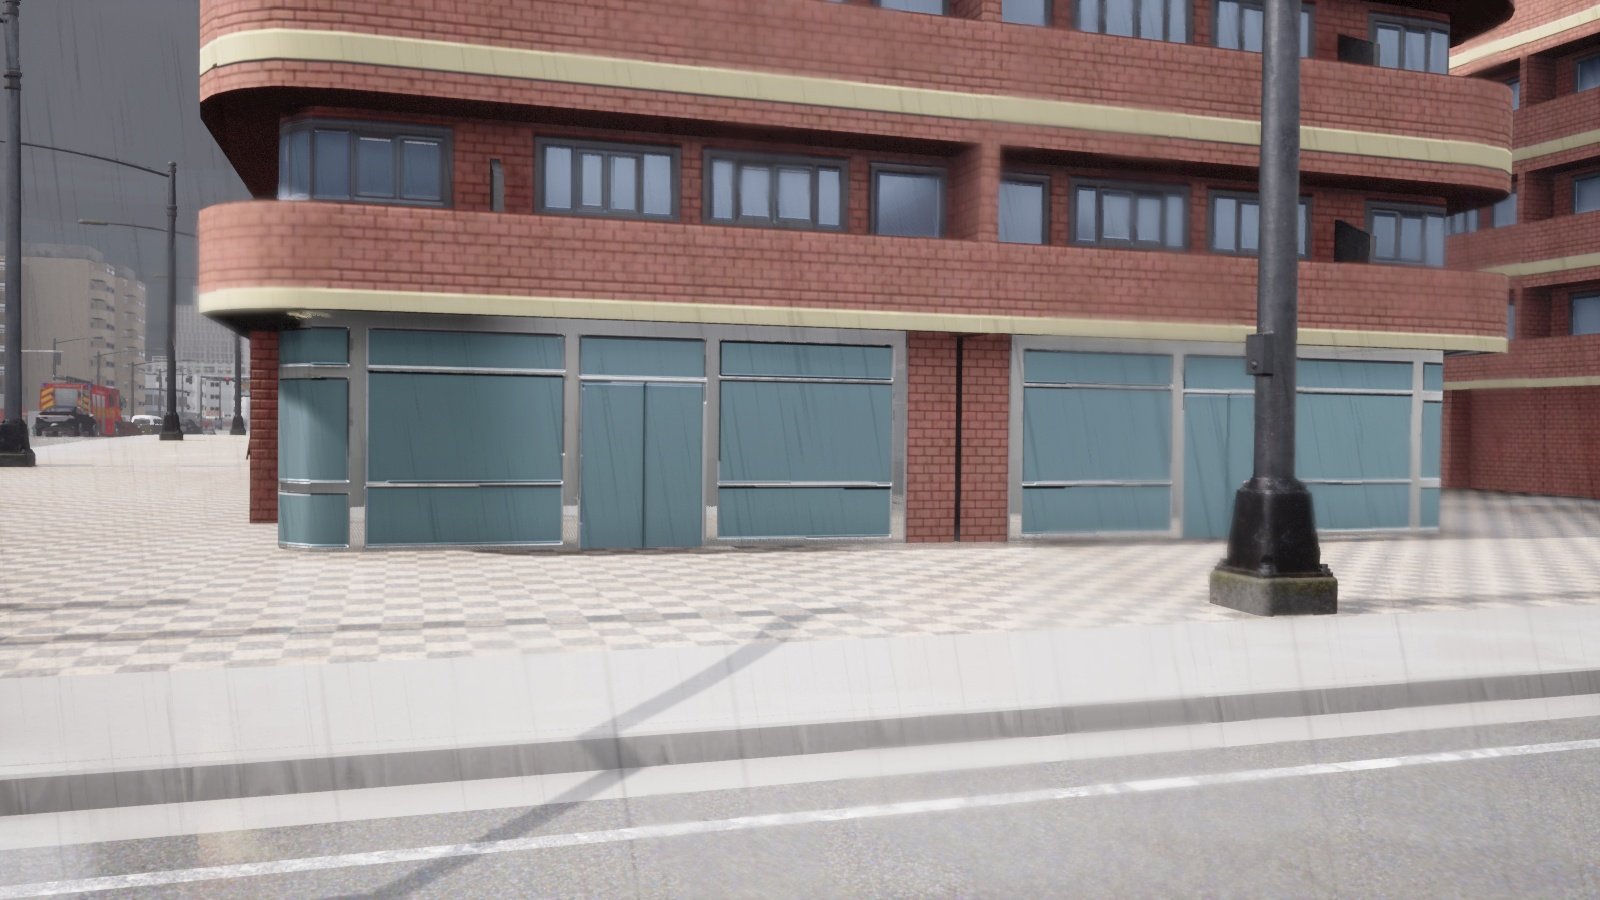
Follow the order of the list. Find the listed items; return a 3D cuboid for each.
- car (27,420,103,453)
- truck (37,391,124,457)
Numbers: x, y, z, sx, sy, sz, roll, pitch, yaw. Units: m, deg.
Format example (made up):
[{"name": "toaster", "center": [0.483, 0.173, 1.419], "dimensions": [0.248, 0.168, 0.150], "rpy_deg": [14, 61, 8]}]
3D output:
[{"name": "car", "center": [-35.644, -0.662, 61.057], "dimensions": [2.128, 1.511, 4.902], "rpy_deg": [-1, 0, -18]}, {"name": "truck", "center": [-44.921, -1.537, 78.713], "dimensions": [2.891, 3.827, 8.468], "rpy_deg": [-1, -1, -17]}]
